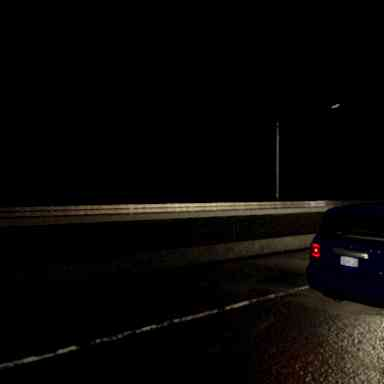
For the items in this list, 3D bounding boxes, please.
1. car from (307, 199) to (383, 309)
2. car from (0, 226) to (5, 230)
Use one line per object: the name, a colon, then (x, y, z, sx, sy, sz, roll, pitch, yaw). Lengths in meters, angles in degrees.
car: (4.831, 1.268, 7.195, 5.566, 2.045, 2.150, 0, 0, -36)
car: (-8.849, 1.540, 10.576, 5.357, 1.411, 2.033, 0, 0, -36)
